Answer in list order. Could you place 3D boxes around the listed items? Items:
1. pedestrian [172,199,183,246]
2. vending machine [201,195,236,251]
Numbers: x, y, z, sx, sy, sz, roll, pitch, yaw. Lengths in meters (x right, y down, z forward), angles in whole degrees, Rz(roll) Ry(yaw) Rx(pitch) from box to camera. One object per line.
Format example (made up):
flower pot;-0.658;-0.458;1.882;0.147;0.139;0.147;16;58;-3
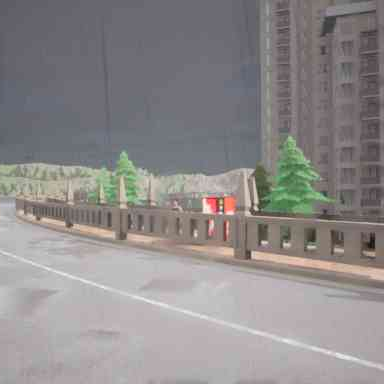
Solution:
pedestrian;-0.607;1.132;12.851;0.375;1.860;0.375;-1;-1;42
vending machine;1.072;1.186;13.209;0.880;2.100;1.100;-1;0;41
